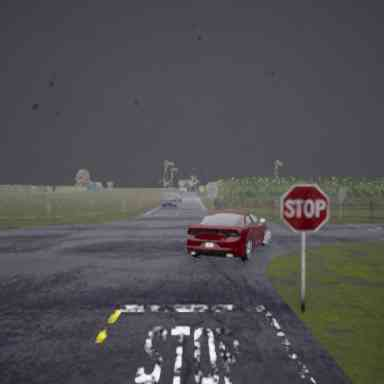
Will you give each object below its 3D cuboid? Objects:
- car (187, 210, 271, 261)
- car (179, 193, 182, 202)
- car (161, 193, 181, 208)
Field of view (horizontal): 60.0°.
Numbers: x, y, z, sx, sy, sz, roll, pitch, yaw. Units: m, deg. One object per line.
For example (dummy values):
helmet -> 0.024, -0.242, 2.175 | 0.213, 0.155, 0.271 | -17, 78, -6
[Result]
car -> 1.505, 1.393, 12.121 | 1.882, 1.535, 5.008 | -1, 0, 23
car -> -2.805, 0.921, 57.459 | 2.097, 1.767, 4.553 | 0, 0, 0
car -> -2.842, 1.239, 41.957 | 2.033, 1.411, 5.357 | 0, 0, 0
